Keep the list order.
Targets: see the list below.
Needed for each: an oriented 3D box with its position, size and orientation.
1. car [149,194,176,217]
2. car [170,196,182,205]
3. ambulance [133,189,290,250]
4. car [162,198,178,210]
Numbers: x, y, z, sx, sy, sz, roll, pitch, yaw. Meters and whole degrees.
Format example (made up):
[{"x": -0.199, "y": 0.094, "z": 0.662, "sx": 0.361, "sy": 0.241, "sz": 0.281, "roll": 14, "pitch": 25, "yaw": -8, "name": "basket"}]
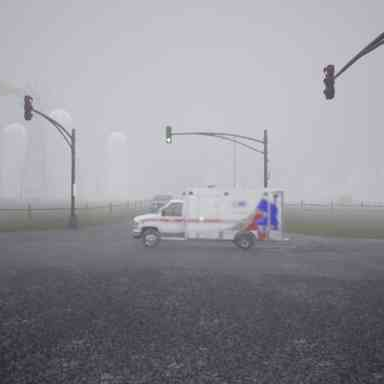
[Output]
[{"x": -2.862, "y": 1.260, "z": 33.285, "sx": 2.150, "sy": 2.045, "sz": 5.566, "roll": 0, "pitch": 0, "yaw": 0, "name": "car"}, {"x": -2.793, "y": 1.557, "z": 60.456, "sx": 1.882, "sy": 1.535, "sz": 5.008, "roll": 0, "pitch": 0, "yaw": 0, "name": "car"}, {"x": 0.748, "y": 1.107, "z": 14.294, "sx": 6.366, "sy": 2.431, "sz": 2.351, "roll": 1, "pitch": -1, "yaw": 0, "name": "ambulance"}, {"x": -2.839, "y": 1.579, "z": 44.429, "sx": 1.812, "sy": 1.442, "sz": 4.674, "roll": 0, "pitch": 0, "yaw": 0, "name": "car"}]
